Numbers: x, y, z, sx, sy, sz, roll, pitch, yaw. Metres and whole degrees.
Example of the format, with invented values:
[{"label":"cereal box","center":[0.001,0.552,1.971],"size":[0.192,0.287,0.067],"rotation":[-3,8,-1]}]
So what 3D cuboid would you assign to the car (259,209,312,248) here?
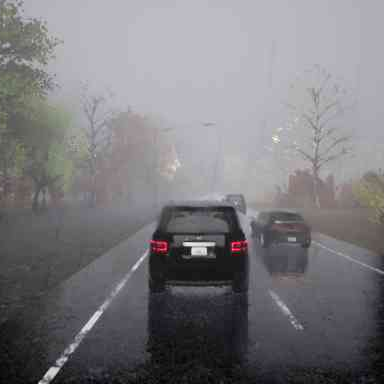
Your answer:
[{"label":"car","center":[3.738,1.500,14.657],"size":[1.837,1.490,4.892],"rotation":[0,0,1]}]

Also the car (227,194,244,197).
[{"label":"car","center":[4.266,1.209,34.145],"size":[2.150,2.045,5.566],"rotation":[0,0,2]}]

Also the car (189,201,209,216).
[{"label":"car","center":[0.724,1.590,33.065],"size":[1.895,1.301,4.718],"rotation":[0,0,2]}]

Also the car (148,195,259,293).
[{"label":"car","center":[0.160,1.219,8.991],"size":[2.150,2.045,5.566],"rotation":[0,0,1]}]
